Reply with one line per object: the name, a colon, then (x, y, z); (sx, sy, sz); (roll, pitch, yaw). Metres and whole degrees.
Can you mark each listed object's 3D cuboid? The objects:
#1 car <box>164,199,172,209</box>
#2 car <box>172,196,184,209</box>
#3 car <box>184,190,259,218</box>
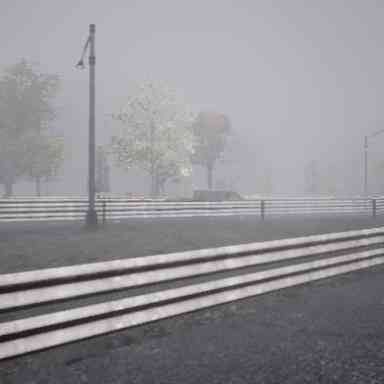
car: (-0.370, 1.166, 32.538); (4.902, 1.511, 2.128); (0, 0, -22)
car: (1.084, 1.163, 29.349); (4.892, 1.490, 1.837); (0, 0, -22)
car: (2.556, 0.878, 26.180); (5.566, 2.045, 2.150); (0, 0, -22)
